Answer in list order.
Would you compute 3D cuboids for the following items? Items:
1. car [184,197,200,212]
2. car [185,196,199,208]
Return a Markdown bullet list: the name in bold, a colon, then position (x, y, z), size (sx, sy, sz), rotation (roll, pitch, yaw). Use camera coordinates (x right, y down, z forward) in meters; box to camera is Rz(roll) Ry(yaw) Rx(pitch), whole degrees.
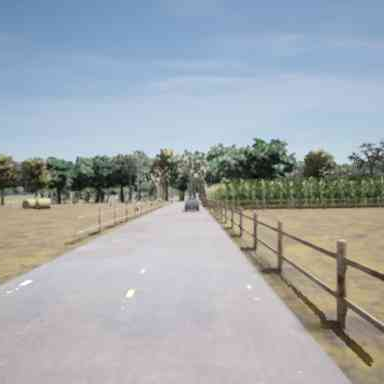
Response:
- **car**: position (0.009, 1.647, 42.210), size (2.128, 1.511, 4.902), rotation (0, 0, 0)
- **car**: position (0.011, 1.599, 52.608), size (2.097, 1.767, 4.553), rotation (0, -1, 0)
